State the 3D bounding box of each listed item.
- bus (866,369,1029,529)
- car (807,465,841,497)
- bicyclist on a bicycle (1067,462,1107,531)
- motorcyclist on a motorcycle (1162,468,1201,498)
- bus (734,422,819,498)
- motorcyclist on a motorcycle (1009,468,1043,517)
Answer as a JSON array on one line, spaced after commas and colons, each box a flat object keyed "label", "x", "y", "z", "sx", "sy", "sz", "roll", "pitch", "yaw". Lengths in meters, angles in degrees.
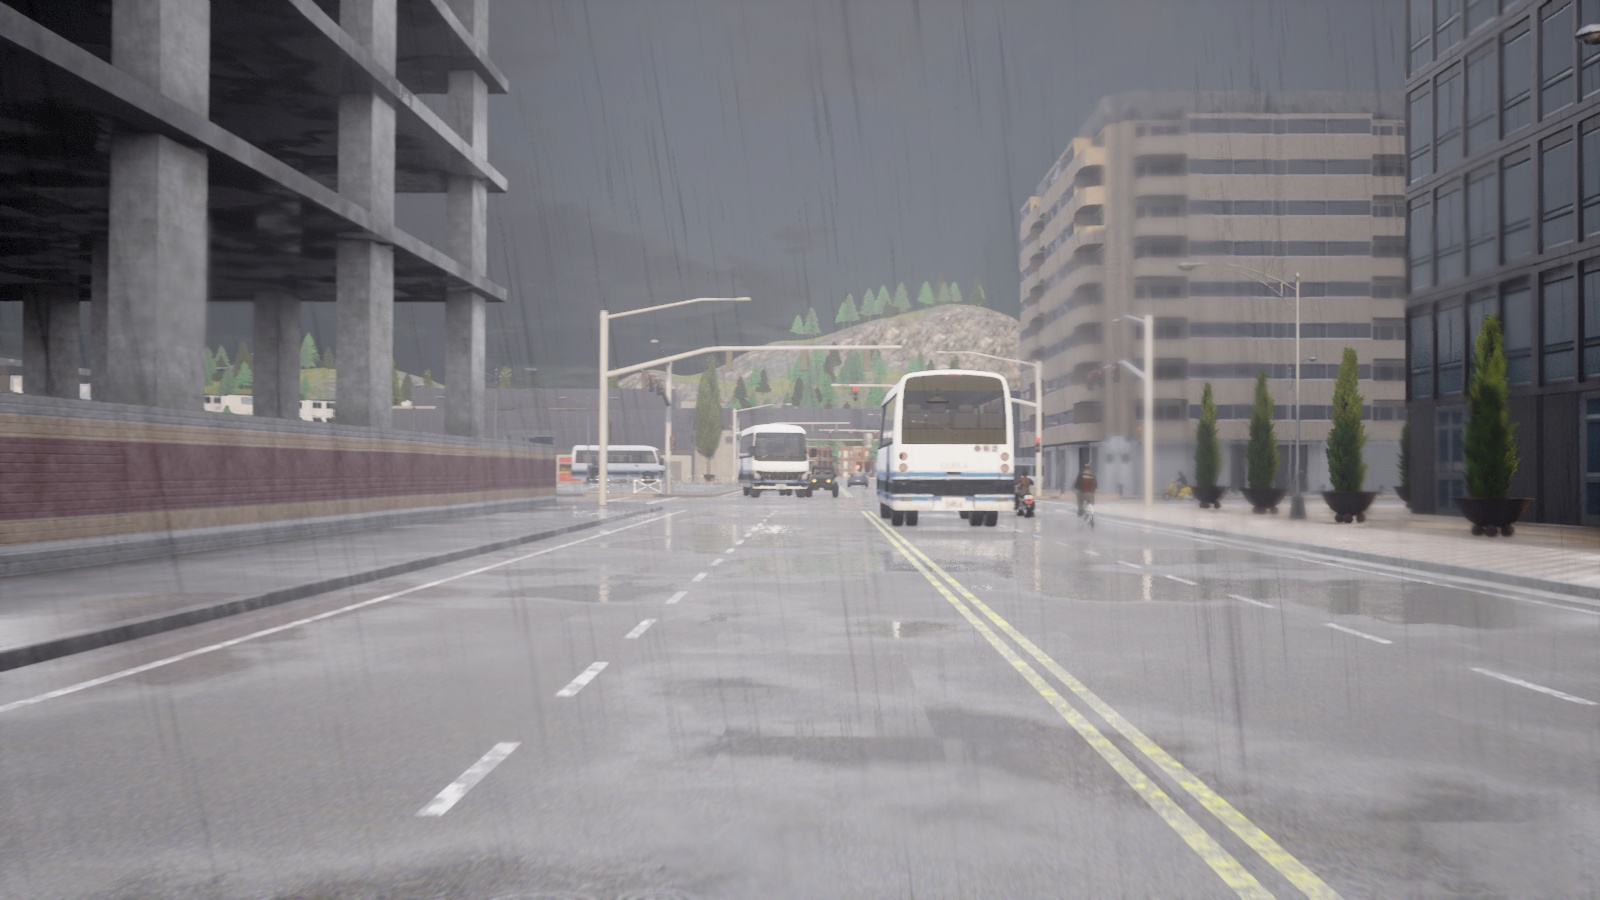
[{"label": "bus", "x": 4.188, "y": 0.058, "z": 38.467, "sx": 3.944, "sy": 4.253, "sz": 10.273, "roll": 0, "pitch": -1, "yaw": 1}, {"label": "car", "x": 1.432, "y": 1.844, "z": 74.440, "sx": 1.905, "sy": 1.878, "sz": 3.866, "roll": 0, "pitch": -2, "yaw": 3}, {"label": "bicyclist on a bicycle", "x": 7.599, "y": 1.210, "z": 33.357, "sx": 0.659, "sy": 1.776, "sz": 1.843, "roll": 0, "pitch": -1, "yaw": 1}, {"label": "motorcyclist on a motorcycle", "x": 20.305, "y": 1.749, "z": 66.820, "sx": 1.817, "sy": 1.590, "sz": 0.866, "roll": 0, "pitch": -1, "yaw": 1}, {"label": "bus", "x": -1.550, "y": 0.669, "z": 74.898, "sx": 3.944, "sy": 4.253, "sz": 10.273, "roll": 0, "pitch": -1, "yaw": -8}, {"label": "motorcyclist on a motorcycle", "x": 7.783, "y": 1.454, "z": 43.358, "sx": 0.766, "sy": 1.649, "sz": 2.350, "roll": 0, "pitch": -1, "yaw": 1}]
